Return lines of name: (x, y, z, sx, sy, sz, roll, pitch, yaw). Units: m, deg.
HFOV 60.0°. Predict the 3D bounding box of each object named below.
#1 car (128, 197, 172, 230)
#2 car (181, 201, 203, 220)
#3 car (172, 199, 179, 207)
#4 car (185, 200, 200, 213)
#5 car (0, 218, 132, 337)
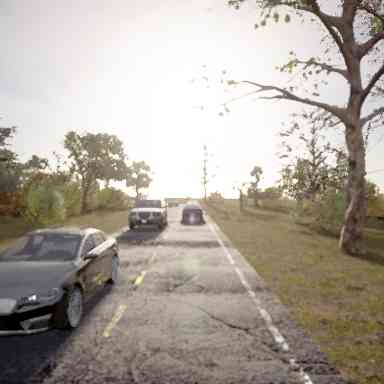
car: (-2.899, 1.417, 23.089, 2.150, 2.045, 5.566, 0, 0, 1)
car: (0.043, 1.750, 30.763, 1.882, 1.535, 5.008, 0, -1, 0)
car: (-3.499, 2.037, 64.067, 2.128, 1.511, 4.902, 0, 0, -6)
car: (0.022, 1.889, 43.110, 1.837, 1.490, 4.892, 0, 0, 0)
car: (-2.857, 1.554, 7.083, 2.128, 1.511, 4.902, 0, -1, 0)
